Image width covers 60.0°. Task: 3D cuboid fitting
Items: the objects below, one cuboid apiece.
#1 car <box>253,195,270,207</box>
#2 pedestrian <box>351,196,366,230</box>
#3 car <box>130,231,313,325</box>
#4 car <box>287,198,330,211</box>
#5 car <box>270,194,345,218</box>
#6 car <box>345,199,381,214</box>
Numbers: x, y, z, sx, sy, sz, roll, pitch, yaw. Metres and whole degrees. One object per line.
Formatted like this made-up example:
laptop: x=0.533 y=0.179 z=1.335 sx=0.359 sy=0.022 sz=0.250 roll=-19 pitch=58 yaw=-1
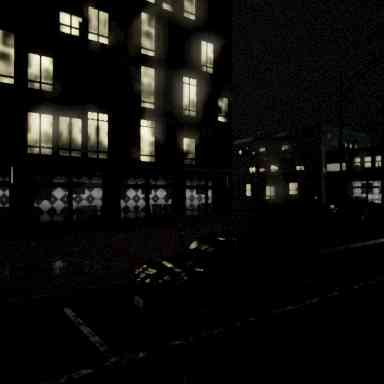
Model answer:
car: x=9.541 y=1.128 z=41.202 sx=1.967 sy=1.590 sz=4.097 roll=1 pitch=0 yaw=-36
pedestrian: x=9.145 y=1.122 z=18.282 sx=0.375 sy=1.860 sz=0.375 roll=0 pitch=0 yaw=-35
car: x=0.830 y=1.566 z=7.145 sx=4.313 sy=1.339 sz=1.947 roll=0 pitch=0 yaw=-35
car: x=12.822 y=1.339 z=36.731 sx=1.802 sy=1.307 sz=4.206 roll=1 pitch=0 yaw=-36
car: x=9.356 y=1.100 z=27.301 sx=2.192 sy=1.841 sz=5.009 roll=1 pitch=0 yaw=-36
car: x=16.105 y=1.370 z=32.261 sx=1.887 sy=1.381 sz=4.507 roll=1 pitch=0 yaw=-36
